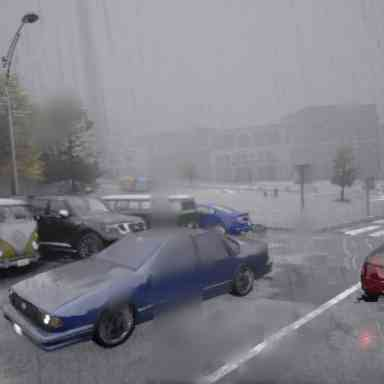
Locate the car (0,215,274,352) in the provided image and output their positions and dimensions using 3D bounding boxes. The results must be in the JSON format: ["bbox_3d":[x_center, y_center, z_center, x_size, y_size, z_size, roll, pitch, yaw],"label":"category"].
[{"bbox_3d":[-0.503,1.456,6.441,5.357,1.411,2.033,-1,1,-45],"label":"car"}]

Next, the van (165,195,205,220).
[{"bbox_3d":[-2.013,1.094,13.422,4.442,1.987,1.878,-1,1,27],"label":"van"}]

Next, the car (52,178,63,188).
[{"bbox_3d":[-22.560,-1.525,59.246,2.002,1.452,4.674,0,7,6],"label":"car"}]

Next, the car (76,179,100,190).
[{"bbox_3d":[-17.250,-1.275,56.629,2.163,1.488,4.792,1,7,7],"label":"car"}]

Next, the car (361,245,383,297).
[{"bbox_3d":[5.279,1.418,7.190,4.181,1.385,1.994,-1,1,-45],"label":"car"}]

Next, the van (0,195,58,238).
[{"bbox_3d":[-6.144,1.183,9.189,4.442,1.987,1.878,-1,0,27],"label":"van"}]

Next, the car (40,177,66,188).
[{"bbox_3d":[-25.224,-1.689,60.502,2.097,1.535,5.008,0,7,5],"label":"car"}]

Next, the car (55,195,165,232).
[{"bbox_3d":[-4.051,1.113,11.296,5.566,2.045,2.435,-1,0,27],"label":"car"}]

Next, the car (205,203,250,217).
[{"bbox_3d":[0.271,1.272,15.437,5.008,1.535,2.097,-1,1,26],"label":"car"}]

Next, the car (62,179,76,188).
[{"bbox_3d":[-19.893,-1.439,57.969,2.231,1.521,4.892,1,7,7],"label":"car"}]
